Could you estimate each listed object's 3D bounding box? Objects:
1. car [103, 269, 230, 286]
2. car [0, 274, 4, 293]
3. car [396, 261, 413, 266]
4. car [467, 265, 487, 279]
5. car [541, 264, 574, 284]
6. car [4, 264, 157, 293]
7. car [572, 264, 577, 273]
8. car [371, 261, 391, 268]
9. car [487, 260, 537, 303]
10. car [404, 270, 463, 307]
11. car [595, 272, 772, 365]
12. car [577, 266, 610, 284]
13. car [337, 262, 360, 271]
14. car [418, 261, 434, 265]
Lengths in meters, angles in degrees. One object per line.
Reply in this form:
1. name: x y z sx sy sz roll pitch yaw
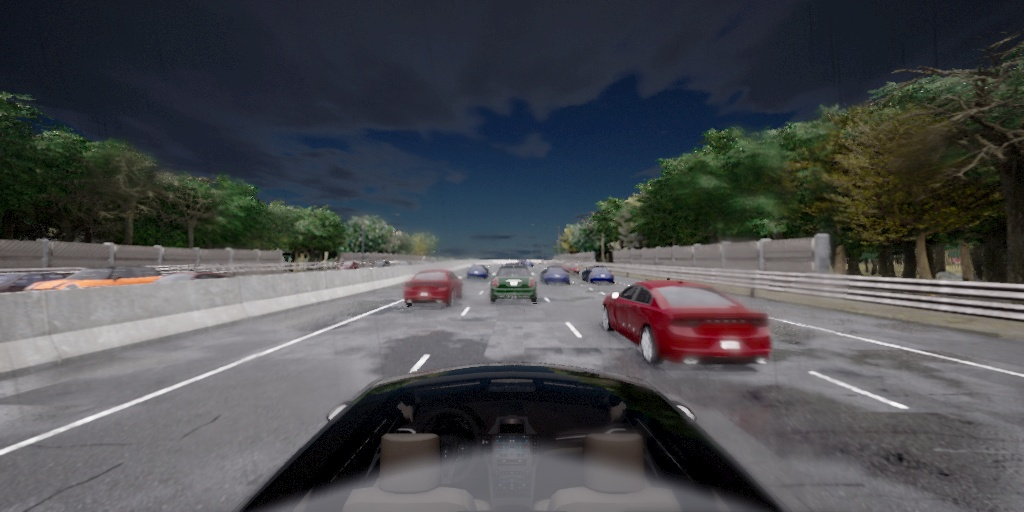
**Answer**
1. car: -14.119 1.401 15.600 1.812 1.442 4.674 0 0 0
2. car: -21.120 1.422 15.513 2.033 1.411 5.357 0 0 0
3. car: -17.643 1.585 59.018 1.812 1.442 4.674 0 0 0
4. car: -3.452 1.566 37.045 1.994 1.385 4.181 0 0 0
5. car: 3.460 1.527 29.179 1.994 1.385 4.181 0 0 0
6. car: -17.618 1.227 15.524 2.097 1.767 4.553 0 0 0
7. car: 7.041 1.629 44.041 1.895 1.301 4.718 0 0 -1
8. car: -21.138 1.562 58.161 1.837 1.490 4.892 0 0 0
9. car: 0.078 1.241 17.627 2.097 1.767 4.553 0 0 0
10. car: -3.421 1.358 16.413 1.882 1.535 5.008 0 0 0
11. car: 3.493 1.294 8.214 1.882 1.535 5.008 0 0 0
12. car: 7.058 1.531 29.890 1.994 1.385 4.181 0 0 0
13. car: -24.642 1.578 54.400 1.812 1.442 4.674 0 0 0
14. car: -14.145 1.536 59.159 1.882 1.535 5.008 0 0 0
